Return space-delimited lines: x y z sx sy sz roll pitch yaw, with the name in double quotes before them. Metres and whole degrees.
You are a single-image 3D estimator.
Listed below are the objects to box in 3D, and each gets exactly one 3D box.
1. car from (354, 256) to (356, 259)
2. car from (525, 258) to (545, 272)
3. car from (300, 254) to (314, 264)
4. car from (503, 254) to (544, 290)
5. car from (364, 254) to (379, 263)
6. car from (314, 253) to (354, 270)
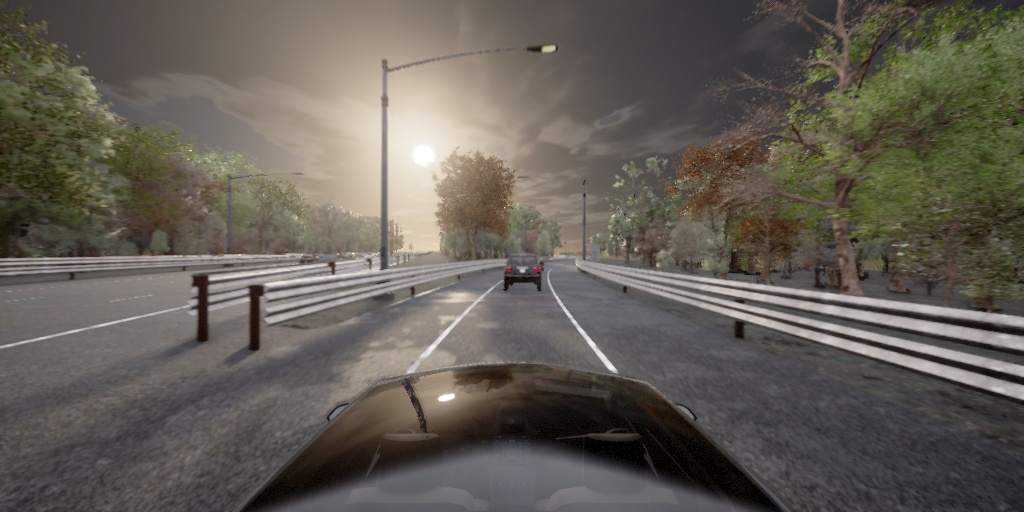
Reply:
"car" -25.459 0.409 55.571 1.837 1.490 4.892 0 0 -12
"car" 2.888 1.049 43.745 2.128 1.511 4.902 0 0 8
"car" -27.688 0.452 49.693 1.837 1.490 4.892 0 0 -12
"car" 0.725 0.884 21.797 2.150 2.045 5.566 0 0 4
"car" -21.933 0.455 55.847 1.812 1.442 4.674 0 1 -12
"car" -17.567 0.520 35.613 2.097 1.767 4.553 0 1 -12
